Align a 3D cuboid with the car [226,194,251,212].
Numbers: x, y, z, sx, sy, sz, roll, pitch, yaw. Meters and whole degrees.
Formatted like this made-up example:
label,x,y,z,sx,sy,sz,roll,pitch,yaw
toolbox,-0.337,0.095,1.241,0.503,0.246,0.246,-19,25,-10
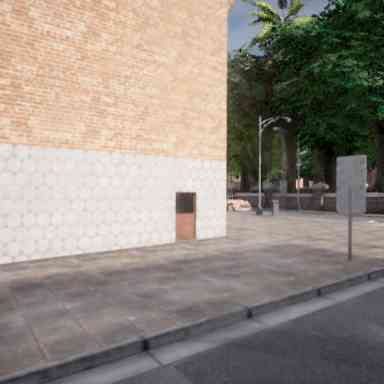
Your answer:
label,x,y,z,sx,sy,sz,roll,pitch,yaw
car,3.560,1.018,32.027,2.097,1.767,4.553,1,0,-35
